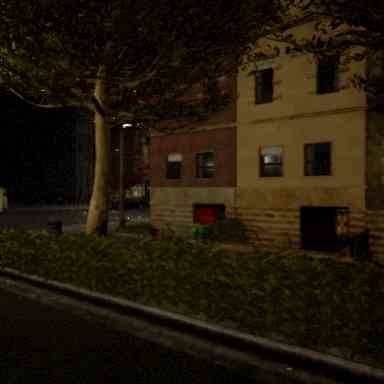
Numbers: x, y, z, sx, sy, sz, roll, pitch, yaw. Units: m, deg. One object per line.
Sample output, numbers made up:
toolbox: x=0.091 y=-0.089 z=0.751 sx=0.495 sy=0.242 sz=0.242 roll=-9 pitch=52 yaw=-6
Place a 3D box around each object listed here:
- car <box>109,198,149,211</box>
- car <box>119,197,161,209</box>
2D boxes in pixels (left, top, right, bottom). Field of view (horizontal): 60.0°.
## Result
car: x=-7.744 y=1.485 z=39.091 sx=2.033 sy=1.411 sz=5.357 roll=0 pitch=0 yaw=42
car: x=-6.950 y=1.480 z=44.834 sx=5.357 sy=1.411 sz=2.033 roll=0 pitch=0 yaw=-43
